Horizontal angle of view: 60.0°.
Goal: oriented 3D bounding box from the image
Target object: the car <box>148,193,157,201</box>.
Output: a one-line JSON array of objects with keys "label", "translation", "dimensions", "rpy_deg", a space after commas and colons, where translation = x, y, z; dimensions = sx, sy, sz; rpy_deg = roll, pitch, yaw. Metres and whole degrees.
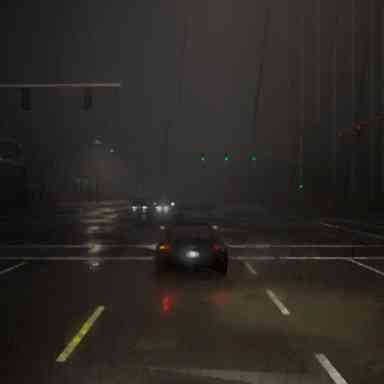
[{"label": "car", "translation": [-8.151, 1.146, 68.049], "dimensions": [2.150, 2.045, 5.566], "rpy_deg": [0, 0, -1]}]

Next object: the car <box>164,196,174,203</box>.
[{"label": "car", "translation": [-4.655, 1.518, 68.326], "dimensions": [1.895, 1.301, 4.718], "rpy_deg": [0, 0, -1]}]

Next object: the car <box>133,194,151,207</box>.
[{"label": "car", "translation": [-7.965, 1.467, 51.743], "dimensions": [1.812, 1.442, 4.674], "rpy_deg": [0, 0, -1]}]

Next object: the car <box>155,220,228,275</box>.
[{"label": "car", "translation": [-0.088, 1.552, 10.446], "dimensions": [1.994, 1.385, 4.181], "rpy_deg": [0, 0, -3]}]

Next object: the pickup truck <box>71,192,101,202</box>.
[{"label": "pickup truck", "translation": [-21.263, 0.983, 67.351], "dimensions": [2.390, 2.098, 6.274], "rpy_deg": [0, 0, 30]}]

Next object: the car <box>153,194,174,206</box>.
[{"label": "car", "translation": [-4.472, 1.433, 52.082], "dimensions": [2.128, 1.511, 4.902], "rpy_deg": [0, 0, -1]}]
